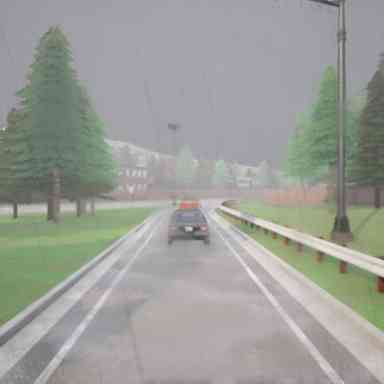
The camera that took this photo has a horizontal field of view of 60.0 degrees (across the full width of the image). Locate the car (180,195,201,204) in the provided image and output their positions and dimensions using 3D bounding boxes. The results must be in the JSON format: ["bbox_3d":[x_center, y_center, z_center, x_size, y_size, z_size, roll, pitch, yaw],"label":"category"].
[{"bbox_3d":[-0.151,1.234,36.443,2.097,1.767,4.553,0,0,4],"label":"car"}]

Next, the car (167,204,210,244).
[{"bbox_3d":[-0.181,1.497,15.541,2.033,1.411,5.357,0,0,-1],"label":"car"}]
